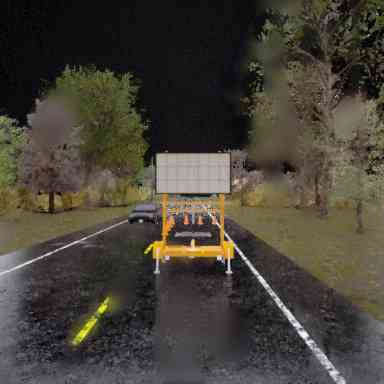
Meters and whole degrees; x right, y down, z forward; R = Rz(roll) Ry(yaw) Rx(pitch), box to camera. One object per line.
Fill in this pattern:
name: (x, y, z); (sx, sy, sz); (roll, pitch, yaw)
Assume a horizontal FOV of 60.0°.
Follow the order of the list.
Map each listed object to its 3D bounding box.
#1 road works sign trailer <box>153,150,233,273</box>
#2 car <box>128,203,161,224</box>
road works sign trailer: (0.040, 0.469, 10.645); (2.380, 3.560, 2.880); (0, 0, 0)
car: (-3.416, 1.568, 24.942); (2.033, 1.411, 5.357); (0, 0, 0)
